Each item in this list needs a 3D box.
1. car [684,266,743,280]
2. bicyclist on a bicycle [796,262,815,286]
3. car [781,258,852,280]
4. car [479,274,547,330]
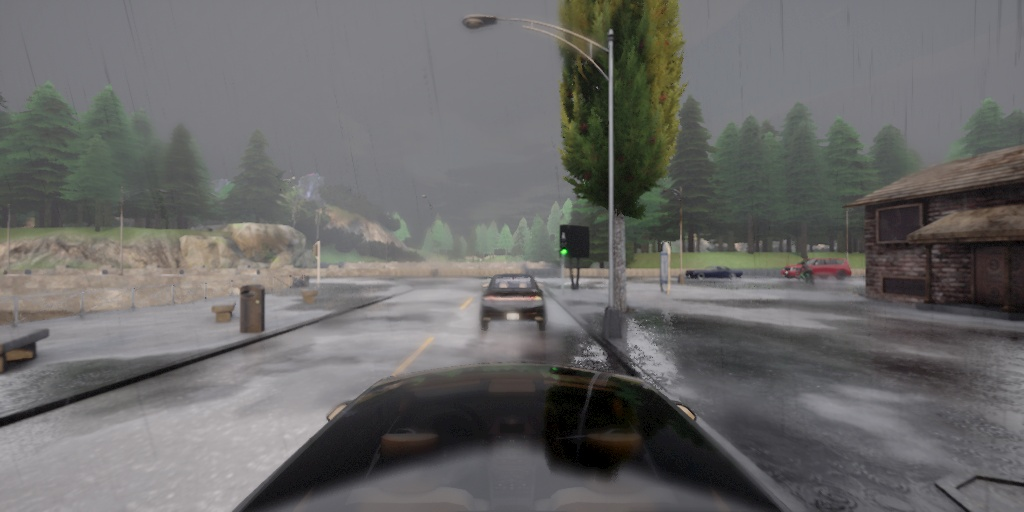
[{"bbox_3d":[19.018,1.597,34.011,4.718,1.301,1.895,0,0,0],"label":"car"},{"bbox_3d":[20.955,1.276,25.611,0.582,1.620,1.656,-1,0,0],"label":"bicyclist on a bicycle"},{"bbox_3d":[28.814,1.217,34.014,5.566,2.045,2.150,0,0,0],"label":"car"},{"bbox_3d":[0.045,1.317,11.461,2.128,1.511,4.902,0,0,0],"label":"car"}]
